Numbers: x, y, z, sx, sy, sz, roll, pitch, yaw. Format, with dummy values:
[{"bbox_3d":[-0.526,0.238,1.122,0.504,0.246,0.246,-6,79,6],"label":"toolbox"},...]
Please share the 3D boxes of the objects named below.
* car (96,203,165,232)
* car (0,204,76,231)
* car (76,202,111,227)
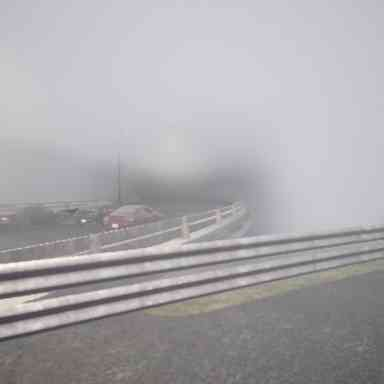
[{"bbox_3d":[-3.022,1.447,18.256,1.812,1.442,4.674,0,0,17],"label":"car"},{"bbox_3d":[-9.722,1.447,20.036,2.033,1.411,5.357,0,0,17],"label":"car"},{"bbox_3d":[-5.635,1.407,21.723,1.837,1.490,4.892,0,0,16],"label":"car"}]
